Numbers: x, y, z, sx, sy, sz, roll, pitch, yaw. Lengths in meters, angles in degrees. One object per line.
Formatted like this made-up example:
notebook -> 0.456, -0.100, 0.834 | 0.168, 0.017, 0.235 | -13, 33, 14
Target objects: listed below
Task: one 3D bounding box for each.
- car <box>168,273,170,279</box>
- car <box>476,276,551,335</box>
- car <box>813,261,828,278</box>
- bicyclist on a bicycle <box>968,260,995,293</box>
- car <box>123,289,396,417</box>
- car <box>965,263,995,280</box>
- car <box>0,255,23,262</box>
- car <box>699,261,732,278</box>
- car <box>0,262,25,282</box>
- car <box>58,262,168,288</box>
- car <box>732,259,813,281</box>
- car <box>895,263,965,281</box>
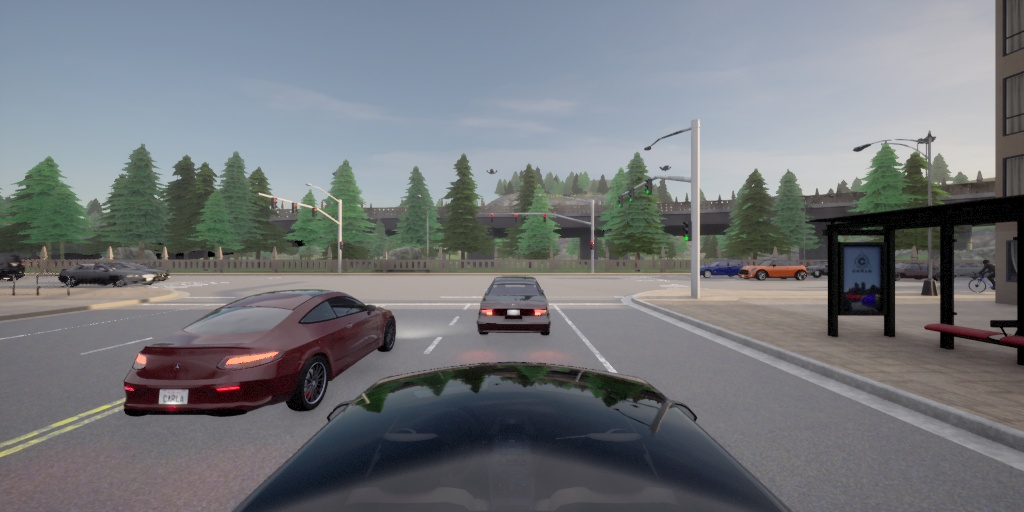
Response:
car -> -27.656, 1.199, 25.912 | 4.892, 1.490, 1.837 | 0, 0, 1
car -> 0.087, 1.297, 10.464 | 2.033, 1.411, 5.357 | 0, 0, 1
car -> 28.286, 1.186, 32.146 | 4.902, 1.511, 2.128 | 0, 0, 4
bicyclist on a bicycle -> 22.755, 0.995, 17.060 | 0.582, 1.620, 1.656 | 0, 0, 1
car -> -3.447, 1.276, 5.969 | 1.812, 1.442, 4.674 | 0, 0, 0
car -> 38.074, 1.258, 30.464 | 4.181, 1.385, 1.994 | 0, 0, 17
car -> -48.399, 0.916, 32.662 | 5.566, 2.045, 2.150 | 0, 0, -7
car -> 18.905, 1.172, 32.527 | 5.008, 1.535, 1.882 | 0, 0, 1
car -> -38.754, 1.295, 25.977 | 4.718, 1.301, 1.895 | 0, 0, -1
car -> -25.075, 1.186, 22.378 | 4.902, 1.511, 2.128 | 0, 0, 0
car -> 20.951, 1.046, 28.973 | 4.553, 1.767, 2.097 | 0, 0, 2
car -> 31.528, 1.242, 28.457 | 5.357, 1.411, 2.033 | 0, 0, 7
